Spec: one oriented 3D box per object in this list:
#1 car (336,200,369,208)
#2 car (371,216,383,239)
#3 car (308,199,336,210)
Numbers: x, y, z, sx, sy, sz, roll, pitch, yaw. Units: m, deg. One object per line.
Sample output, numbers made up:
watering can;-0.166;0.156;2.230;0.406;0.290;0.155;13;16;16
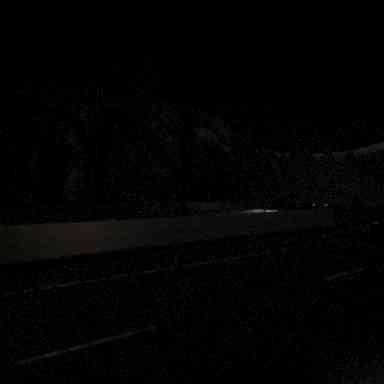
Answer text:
car;19.693;1.758;40.101;4.902;1.511;2.128;1;0;-45
car;10.937;1.688;17.139;4.181;1.385;1.994;0;0;-41
car;17.234;1.618;42.590;4.553;1.767;2.097;0;0;-44
